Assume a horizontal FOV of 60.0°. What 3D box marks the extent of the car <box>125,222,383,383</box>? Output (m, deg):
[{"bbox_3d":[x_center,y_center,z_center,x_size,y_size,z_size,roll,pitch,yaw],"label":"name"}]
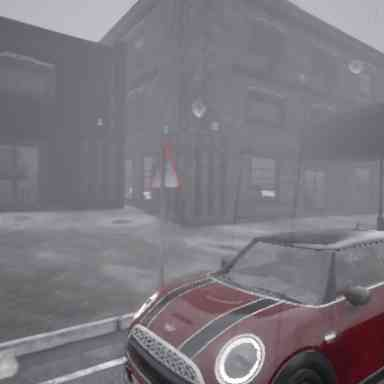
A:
[{"bbox_3d":[1.448,1.350,4.407,4.553,1.767,2.097,0,0,-36],"label":"car"}]
